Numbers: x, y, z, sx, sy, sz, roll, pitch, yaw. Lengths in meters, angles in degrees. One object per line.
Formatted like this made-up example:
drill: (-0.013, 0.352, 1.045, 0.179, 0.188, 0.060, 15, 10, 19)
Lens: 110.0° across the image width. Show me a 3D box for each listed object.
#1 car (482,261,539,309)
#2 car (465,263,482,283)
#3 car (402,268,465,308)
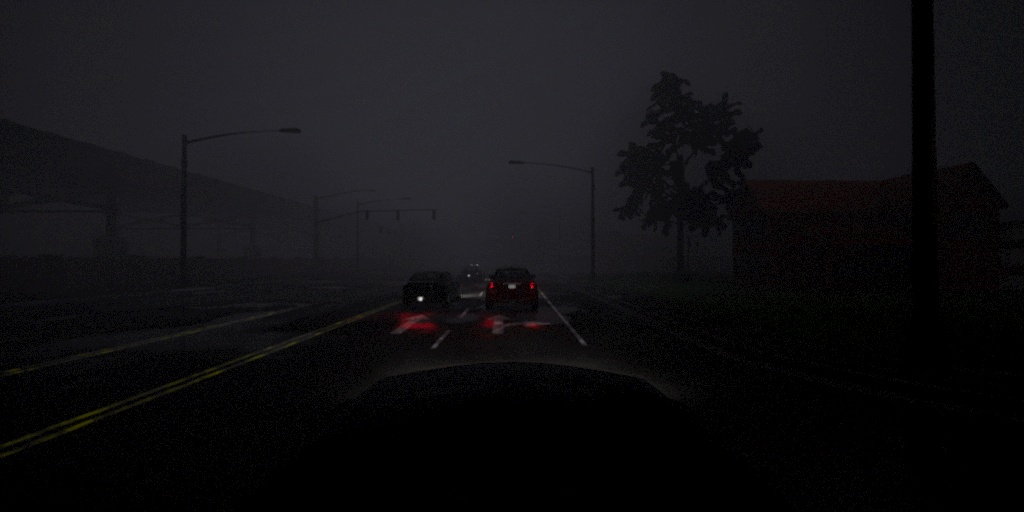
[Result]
car: (0.001, 1.234, 15.934, 2.097, 1.767, 4.553, 0, -1, 0)
car: (-3.499, 1.592, 31.141, 1.994, 1.385, 4.181, 0, -1, 0)
car: (-3.498, 1.394, 16.154, 1.837, 1.490, 4.892, 0, 0, 0)
